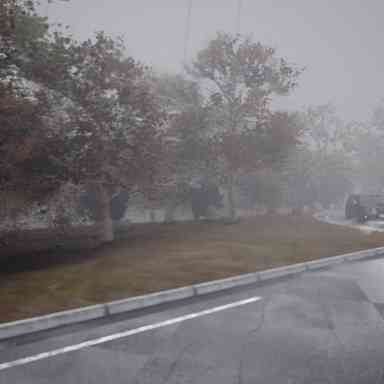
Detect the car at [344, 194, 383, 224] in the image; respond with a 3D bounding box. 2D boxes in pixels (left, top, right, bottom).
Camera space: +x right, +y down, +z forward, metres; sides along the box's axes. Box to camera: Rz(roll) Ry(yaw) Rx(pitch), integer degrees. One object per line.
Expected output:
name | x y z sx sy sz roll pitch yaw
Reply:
car | 13.016 1.179 24.687 2.150 2.045 5.566 0 1 10
